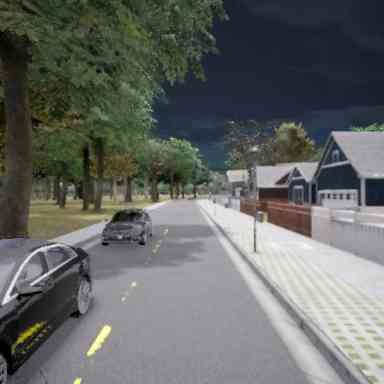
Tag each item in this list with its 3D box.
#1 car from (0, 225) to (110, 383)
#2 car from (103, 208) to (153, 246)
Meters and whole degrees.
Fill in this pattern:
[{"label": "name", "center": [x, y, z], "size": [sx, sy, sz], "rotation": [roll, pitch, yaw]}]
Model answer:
[{"label": "car", "center": [-2.870, 1.515, 4.718], "size": [2.128, 1.511, 4.902], "rotation": [0, 0, 0]}, {"label": "car", "center": [-2.931, 1.567, 15.823], "size": [1.837, 1.490, 4.892], "rotation": [0, 0, -1]}]
